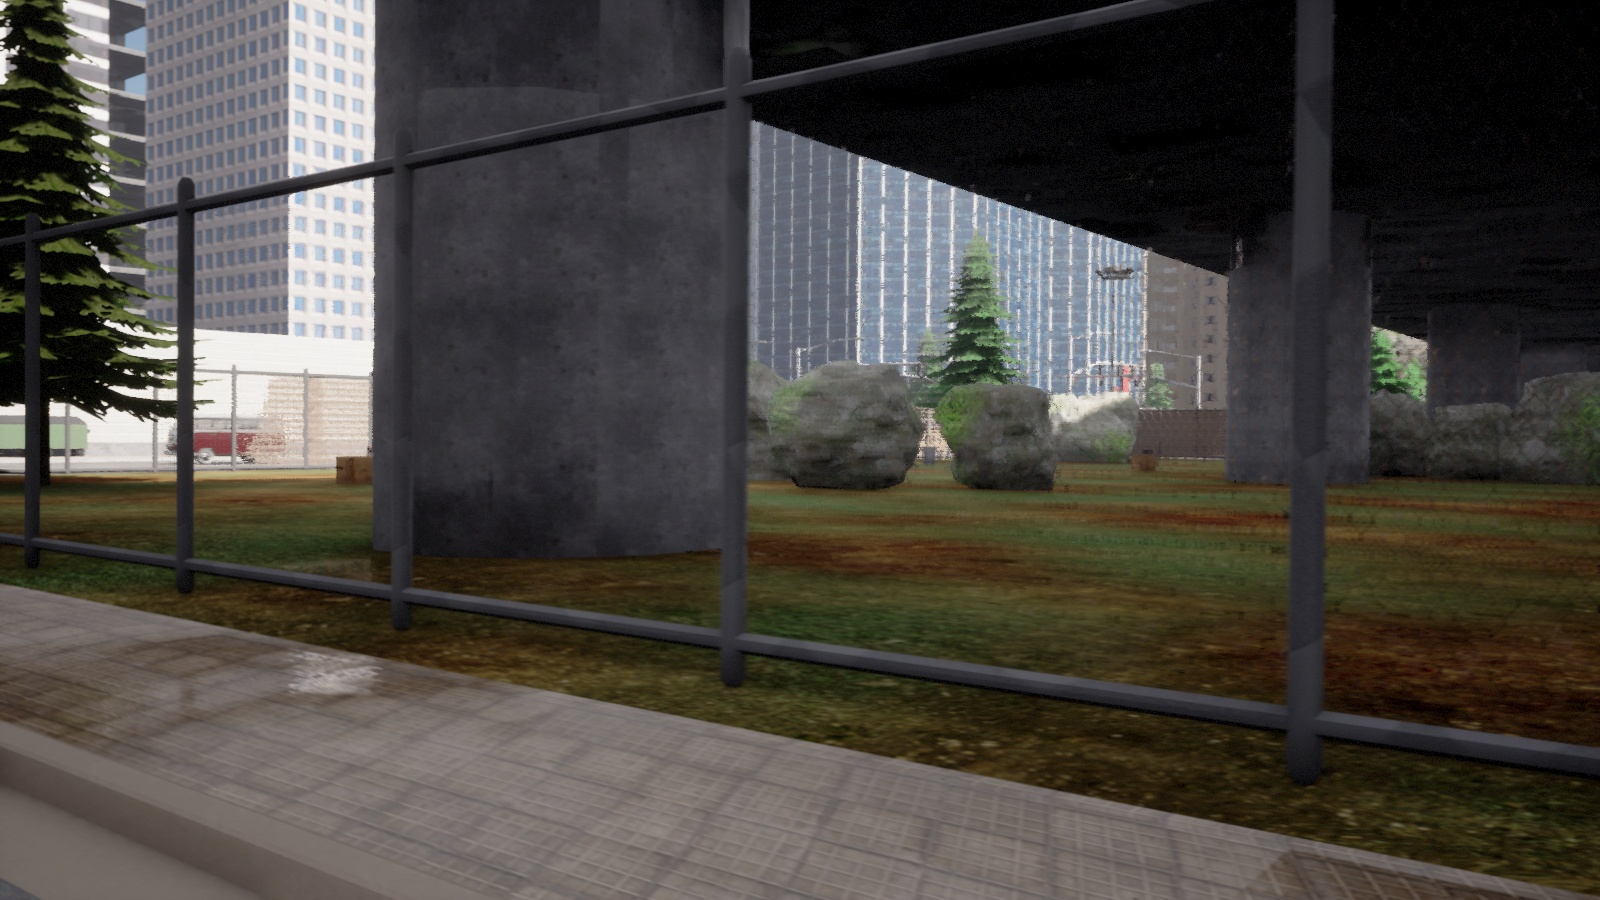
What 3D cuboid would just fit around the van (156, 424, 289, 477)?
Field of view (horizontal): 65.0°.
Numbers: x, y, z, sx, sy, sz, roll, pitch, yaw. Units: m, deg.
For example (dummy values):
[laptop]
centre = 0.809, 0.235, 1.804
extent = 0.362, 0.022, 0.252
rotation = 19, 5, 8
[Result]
[van]
centre = -22.710, -0.015, 49.539
extent = 1.775, 1.987, 4.442
rotation = 0, 1, 37
